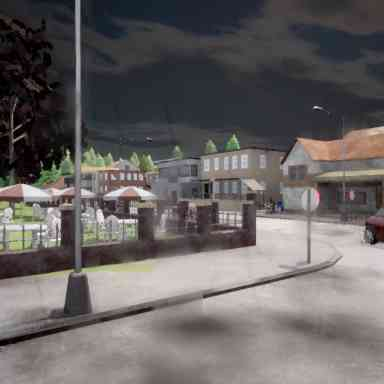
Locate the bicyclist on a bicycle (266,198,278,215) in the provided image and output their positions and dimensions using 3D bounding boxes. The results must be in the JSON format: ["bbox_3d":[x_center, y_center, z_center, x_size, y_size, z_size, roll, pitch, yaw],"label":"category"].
[{"bbox_3d":[7.565,1.349,31.435,1.656,1.620,0.582,0,0,-35],"label":"bicyclist on a bicycle"}]

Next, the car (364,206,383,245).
[{"bbox_3d":[8.772,1.352,12.685,2.097,1.767,4.553,0,0,-7],"label":"car"}]

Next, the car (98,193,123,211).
[{"bbox_3d":[-9.999,1.214,41.672,2.150,2.045,5.566,0,1,-35],"label":"car"}]

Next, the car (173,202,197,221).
[{"bbox_3d":[0.050,1.525,27.512,1.812,1.442,4.674,0,0,-35],"label":"car"}]
